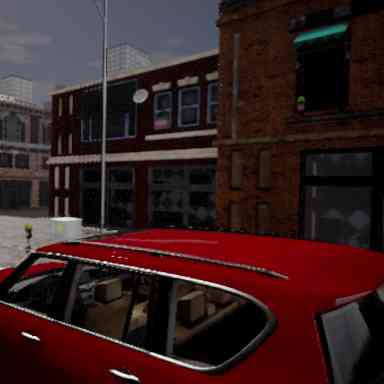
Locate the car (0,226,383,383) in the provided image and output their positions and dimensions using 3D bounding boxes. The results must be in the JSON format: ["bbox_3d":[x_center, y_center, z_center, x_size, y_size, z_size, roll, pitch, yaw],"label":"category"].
[{"bbox_3d":[-0.606,1.295,3.283,5.009,1.841,2.192,1,1,35],"label":"car"}]
